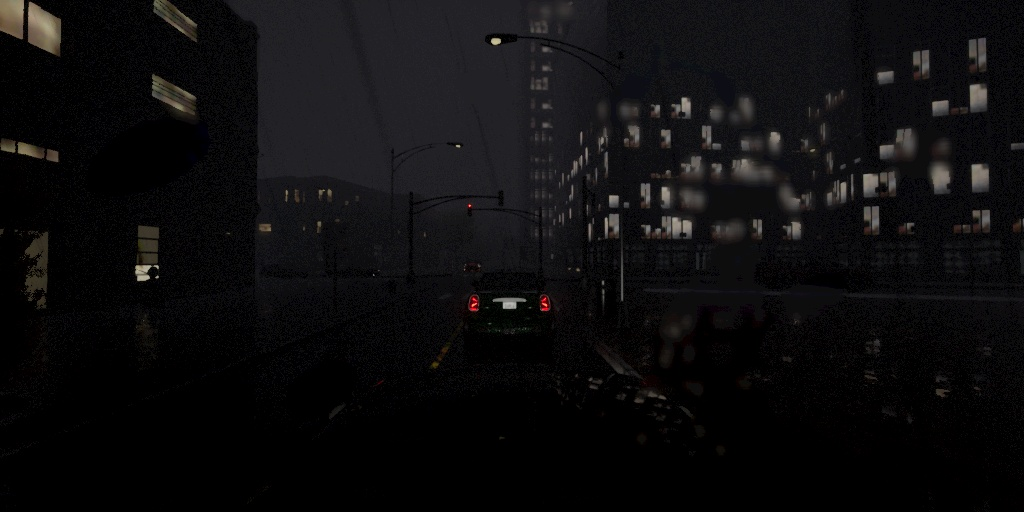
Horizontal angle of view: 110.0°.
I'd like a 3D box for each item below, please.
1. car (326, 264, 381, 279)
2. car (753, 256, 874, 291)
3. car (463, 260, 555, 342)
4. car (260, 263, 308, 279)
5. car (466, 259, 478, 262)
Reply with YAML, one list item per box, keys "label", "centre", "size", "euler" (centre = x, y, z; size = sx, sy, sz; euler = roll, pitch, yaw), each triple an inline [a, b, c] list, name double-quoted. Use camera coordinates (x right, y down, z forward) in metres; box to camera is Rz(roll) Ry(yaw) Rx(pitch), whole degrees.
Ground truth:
- label: "car"
  centre: [-14.263, 1.377, 32.315]
  size: [4.718, 1.301, 1.895]
  euler: [0, -1, 19]
- label: "car"
  centre: [16.022, 0.931, 19.378]
  size: [5.009, 1.841, 2.192]
  euler: [0, 0, 19]
- label: "car"
  centre: [-0.088, 1.105, 9.990]
  size: [2.097, 1.767, 4.553]
  euler: [0, 0, -1]
- label: "car"
  centre: [-20.166, 1.320, 31.691]
  size: [4.313, 1.339, 1.948]
  euler: [0, 0, 19]
- label: "car"
  centre: [-4.724, 1.113, 42.739]
  size: [2.097, 1.767, 4.553]
  euler: [0, 0, -5]
